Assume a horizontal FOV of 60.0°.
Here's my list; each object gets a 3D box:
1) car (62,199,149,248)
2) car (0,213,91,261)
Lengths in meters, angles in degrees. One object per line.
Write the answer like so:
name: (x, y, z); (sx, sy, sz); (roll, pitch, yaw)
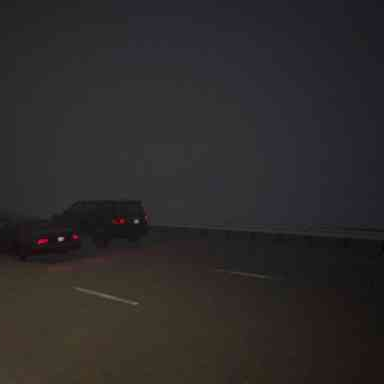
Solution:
car: (-4.533, 1.364, 15.717); (5.566, 2.045, 2.150); (0, 0, 36)
car: (-6.523, 1.687, 12.839); (5.357, 1.411, 2.033); (-1, 0, 36)
